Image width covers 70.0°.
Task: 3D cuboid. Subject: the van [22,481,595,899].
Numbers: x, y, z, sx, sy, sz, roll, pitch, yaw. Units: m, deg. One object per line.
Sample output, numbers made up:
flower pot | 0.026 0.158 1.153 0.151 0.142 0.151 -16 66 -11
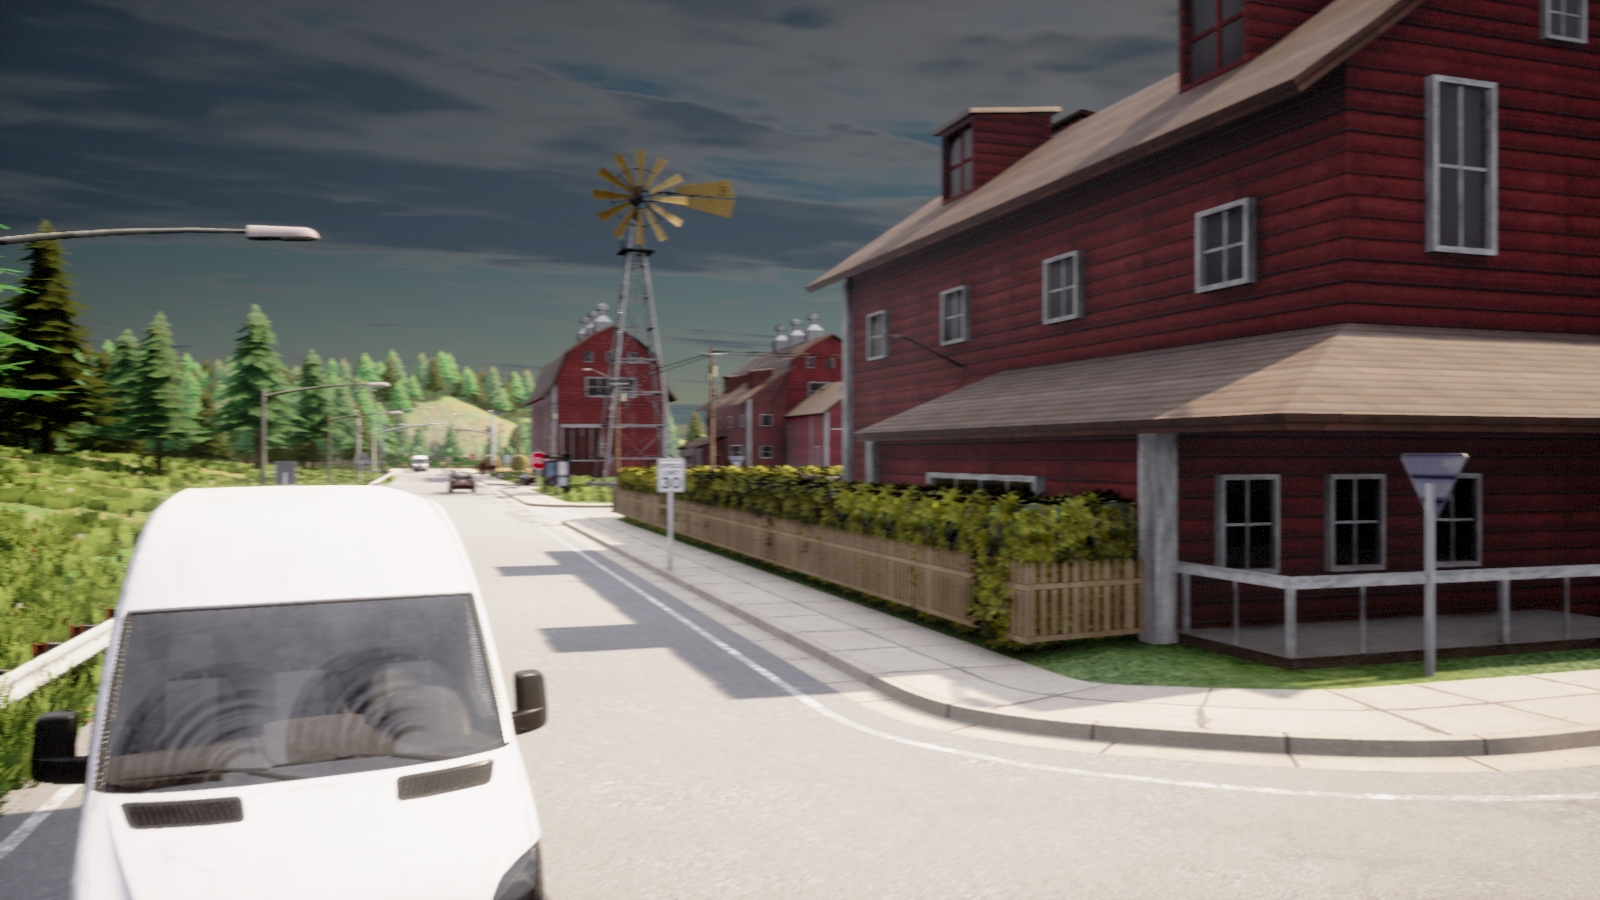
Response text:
van | -3.037 1.547 6.992 1.988 2.561 5.915 0 0 -26
